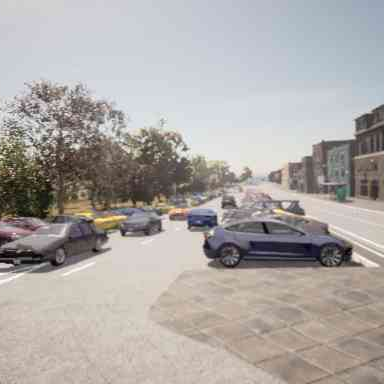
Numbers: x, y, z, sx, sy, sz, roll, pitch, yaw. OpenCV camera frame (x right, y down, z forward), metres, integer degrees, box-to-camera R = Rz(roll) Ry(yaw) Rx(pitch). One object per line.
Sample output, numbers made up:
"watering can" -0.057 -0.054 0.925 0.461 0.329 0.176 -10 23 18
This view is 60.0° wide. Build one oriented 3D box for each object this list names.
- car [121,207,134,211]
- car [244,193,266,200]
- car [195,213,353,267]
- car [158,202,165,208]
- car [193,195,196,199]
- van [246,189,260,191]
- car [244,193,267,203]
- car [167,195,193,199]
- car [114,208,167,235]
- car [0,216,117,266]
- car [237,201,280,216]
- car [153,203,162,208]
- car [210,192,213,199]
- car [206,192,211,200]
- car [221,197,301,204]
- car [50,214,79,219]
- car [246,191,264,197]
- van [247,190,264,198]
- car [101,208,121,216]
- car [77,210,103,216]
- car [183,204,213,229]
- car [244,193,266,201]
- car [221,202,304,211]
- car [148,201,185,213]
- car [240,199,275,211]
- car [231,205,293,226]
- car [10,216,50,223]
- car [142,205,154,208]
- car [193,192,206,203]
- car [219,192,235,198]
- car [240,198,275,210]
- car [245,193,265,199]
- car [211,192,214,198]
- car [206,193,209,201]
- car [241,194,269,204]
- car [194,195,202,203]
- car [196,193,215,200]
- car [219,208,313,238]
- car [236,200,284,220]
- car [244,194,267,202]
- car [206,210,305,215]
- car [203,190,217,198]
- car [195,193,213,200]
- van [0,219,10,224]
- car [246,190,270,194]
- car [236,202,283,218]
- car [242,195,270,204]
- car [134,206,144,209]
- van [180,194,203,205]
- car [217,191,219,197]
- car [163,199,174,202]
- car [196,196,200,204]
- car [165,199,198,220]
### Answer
"car" -7.860 2.260 27.153 5.366 1.575 1.946 -2 -1 10
"car" 15.091 1.016 79.663 5.008 1.535 2.097 -2 1 10
"car" 2.740 1.616 11.138 4.792 1.488 2.163 -2 -2 10
"car" -5.685 2.310 38.095 4.892 1.521 2.231 -2 0 10
"car" -2.282 1.941 57.185 4.553 1.767 2.185 -2 1 10
"van" 13.977 0.942 74.203 4.442 1.987 1.878 -2 1 10
"car" 13.118 1.187 68.579 4.553 1.767 2.185 -2 1 10
"car" -3.273 1.927 51.692 5.566 2.045 2.435 -2 1 10
"car" -3.394 2.108 23.048 1.812 1.442 4.674 -2 -1 11
"car" -5.152 1.917 13.320 2.033 1.411 5.357 -2 -2 10
"car" 7.651 1.937 38.568 4.792 1.488 2.163 -2 0 10
"car" -6.205 2.310 35.224 5.008 1.535 2.097 -2 0 10
"car" 1.716 1.485 79.224 4.892 1.521 2.231 -2 1 10
"car" 1.224 1.558 76.484 5.008 1.535 2.097 -2 1 10
"car" 4.665 1.575 22.115 5.566 2.045 2.435 -2 -1 10
"car" -9.197 2.148 18.757 4.674 1.452 2.002 -2 -2 10
"car" 17.580 0.668 93.352 4.792 1.488 2.163 -2 1 10
"van" 17.154 0.488 90.530 4.442 1.987 1.878 -2 1 10
"car" -8.359 2.220 24.403 5.366 1.575 1.946 -2 -1 10
"car" -8.702 2.199 21.627 4.792 1.488 2.163 -2 -2 10
"car" 0.899 2.001 26.072 1.882 1.535 5.008 -2 -1 10
"car" 14.587 1.090 76.927 5.008 1.535 2.097 -2 1 10
"car" 3.671 1.594 16.631 4.553 1.767 2.185 -2 -2 10
"car" -3.737 2.220 48.946 5.008 1.535 2.097 -2 0 10
"car" 9.162 1.865 46.786 4.674 1.452 2.002 -2 1 10
"car" 5.722 1.923 27.578 4.792 1.488 2.163 -2 -1 10
"car" -9.694 2.082 16.018 4.674 1.452 2.002 -2 -2 10
"car" -6.702 2.301 32.479 5.008 1.535 2.097 -2 -1 10
"car" -0.725 1.598 65.513 5.566 2.045 2.435 -2 1 10
"car" 6.102 1.561 54.880 2.150 2.045 5.566 -2 0 11
"car" 9.665 1.781 49.529 5.008 1.535 2.097 -2 1 10
"car" 15.578 0.982 82.404 4.674 1.452 2.002 -2 1 10
"car" 2.188 1.441 81.967 4.792 1.488 2.163 -2 1 10
"car" 0.734 1.671 73.744 4.674 1.452 2.002 -2 1 10
"car" 12.438 1.385 66.005 5.366 1.575 1.946 -2 1 10
"car" -1.420 1.925 62.816 5.366 1.575 1.946 -2 1 10
"car" 3.694 1.225 90.184 4.674 1.452 2.002 -2 1 10
"car" 4.207 1.777 19.356 5.008 1.535 2.097 -2 -1 10
"car" 6.714 1.791 33.072 4.553 1.767 2.185 -2 0 10
"car" 13.600 1.239 71.450 4.892 1.521 2.231 -2 1 10
"car" 3.179 1.684 13.886 4.792 1.488 2.163 -2 -2 10
"car" 2.728 1.084 84.693 5.566 2.045 2.435 -2 1 10
"car" 3.228 1.134 87.434 4.553 1.767 2.185 -2 1 10
"van" -10.051 1.751 13.373 4.442 1.987 1.878 -1 -1 10
"car" 11.598 1.278 60.496 5.566 2.045 2.435 -2 1 10
"car" 7.213 1.944 35.815 4.792 1.488 2.163 -2 0 10
"car" 12.133 1.455 63.233 5.008 1.535 2.097 -2 1 10
"car" -7.175 2.314 29.727 4.792 1.488 2.163 -2 -1 10
"van" -0.144 1.548 68.238 4.442 1.987 1.878 -2 1 10
"car" 4.194 1.109 92.921 5.008 1.535 2.097 -2 1 10
"car" -4.045 2.247 46.167 5.366 1.575 1.946 -2 0 10
"car" -1.748 1.998 59.921 5.008 1.535 2.097 -2 1 10
"car" -1.055 2.036 35.914 2.097 1.767 4.553 -2 -1 11
